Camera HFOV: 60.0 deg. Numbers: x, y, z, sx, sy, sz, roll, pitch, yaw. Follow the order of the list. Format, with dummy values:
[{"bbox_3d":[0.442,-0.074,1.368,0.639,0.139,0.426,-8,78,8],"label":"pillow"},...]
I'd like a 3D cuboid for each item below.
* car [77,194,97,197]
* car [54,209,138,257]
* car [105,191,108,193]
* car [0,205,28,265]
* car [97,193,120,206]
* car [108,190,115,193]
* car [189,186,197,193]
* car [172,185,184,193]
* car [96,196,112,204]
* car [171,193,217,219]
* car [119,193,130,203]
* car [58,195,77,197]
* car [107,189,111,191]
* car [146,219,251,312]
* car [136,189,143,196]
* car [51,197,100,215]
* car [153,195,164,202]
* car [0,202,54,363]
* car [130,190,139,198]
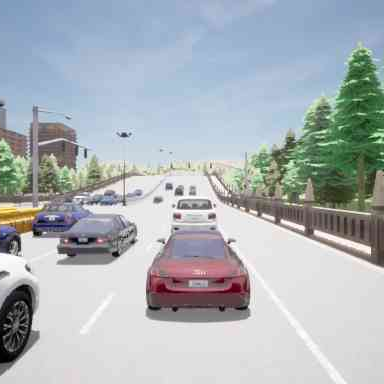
[{"bbox_3d":[-17.505,1.484,57.110,2.128,1.511,4.902,0,0,1],"label":"car"},{"bbox_3d":[-3.394,1.547,12.912,2.033,1.411,5.357,0,0,0],"label":"car"},{"bbox_3d":[-20.914,1.101,73.879,2.033,1.411,5.357,0,3,0],"label":"car"},{"bbox_3d":[-6.892,1.352,9.562,2.097,1.767,4.553,0,0,0],"label":"car"},{"bbox_3d":[-14.016,1.471,56.054,1.882,1.535,5.008,0,0,0],"label":"car"},{"bbox_3d":[-17.398,1.002,76.188,1.895,1.301,4.718,0,3,0],"label":"car"},{"bbox_3d":[0.168,-0.022,86.368,2.128,1.511,4.902,0,7,0],"label":"car"},{"bbox_3d":[-3.334,-0.282,85.970,2.150,2.045,5.566,0,7,0],"label":"car"},{"bbox_3d":[-17.444,1.499,66.244,1.895,1.301,4.718,0,2,0],"label":"car"},{"bbox_3d":[0.115,1.222,17.210,2.150,2.045,5.566,0,0,0],"label":"car"},{"bbox_3d":[-13.963,1.448,65.362,1.812,1.442,4.674,0,1,0],"label":"car"},{"bbox_3d":[-21.081,1.351,54.206,2.097,1.767,4.553,0,0,2],"label":"car"},{"bbox_3d":[-20.846,0.179,84.219,1.882,1.535,5.008,0,6,0],"label":"car"},{"bbox_3d":[0.109,1.564,7.803,1.994,1.385,4.181,0,0,0],"label":"car"},{"bbox_3d":[-13.839,0.049,85.362,1.882,1.535,5.008,0,6,0],"label":"car"},{"bbox_3d":[-6.935,1.352,18.492,2.097,1.767,4.553,0,0,-1],"label":"car"},{"bbox_3d":[-6.839,1.379,68.542,2.033,1.411,5.357,0,2,0],"label":"car"},{"bbox_3d":[-3.396,1.221,2.721,2.150,2.045,5.566,0,0,0],"label":"car"},{"bbox_3d":[-13.905,0.943,75.236,1.882,1.535,5.008,0,3,0],"label":"car"}]
